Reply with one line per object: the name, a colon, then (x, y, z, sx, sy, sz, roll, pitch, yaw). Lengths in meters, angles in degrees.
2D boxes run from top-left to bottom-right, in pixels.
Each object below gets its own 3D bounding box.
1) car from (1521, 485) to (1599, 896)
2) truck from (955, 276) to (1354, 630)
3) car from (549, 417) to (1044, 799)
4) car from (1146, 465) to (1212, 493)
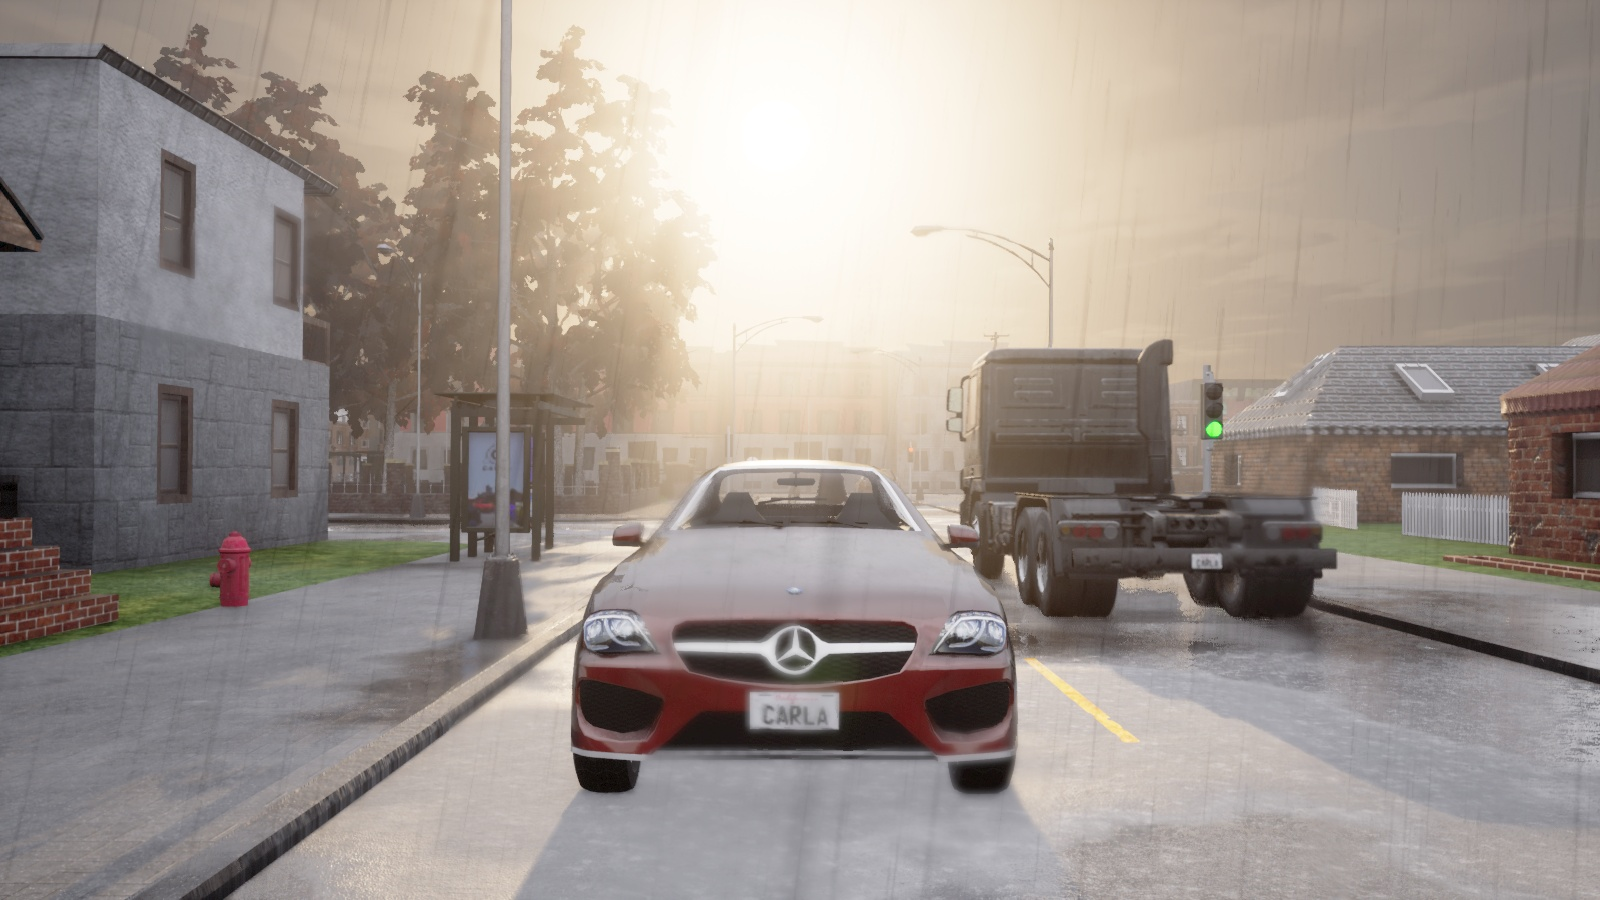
car: (3.993, 0.843, 2.648, 2.163, 1.488, 4.792, 0, -1, 0)
truck: (3.959, 0.090, 16.275, 2.891, 3.462, 7.936, 0, -1, 0)
car: (-0.022, 0.727, 7.979, 2.152, 1.651, 5.027, 0, -1, 0)
car: (25.622, 1.931, 84.960, 3.866, 1.878, 1.905, 0, -1, 0)
